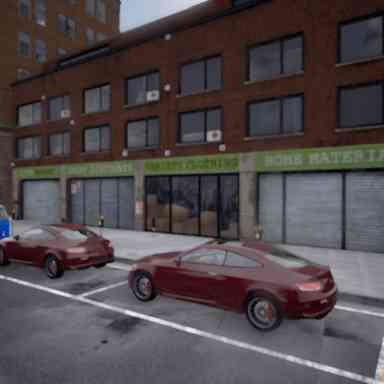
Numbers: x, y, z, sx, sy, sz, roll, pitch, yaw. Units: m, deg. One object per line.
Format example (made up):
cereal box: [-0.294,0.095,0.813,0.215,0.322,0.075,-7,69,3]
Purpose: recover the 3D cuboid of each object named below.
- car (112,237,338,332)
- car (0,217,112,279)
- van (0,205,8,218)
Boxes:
car: [0.601,1.574,6.608,4.206,1.307,1.802,0,0,34]
car: [-4.094,1.563,9.771,4.206,1.307,1.802,0,0,34]
van: [-8.788,1.309,12.933,3.998,1.788,1.690,0,0,34]
